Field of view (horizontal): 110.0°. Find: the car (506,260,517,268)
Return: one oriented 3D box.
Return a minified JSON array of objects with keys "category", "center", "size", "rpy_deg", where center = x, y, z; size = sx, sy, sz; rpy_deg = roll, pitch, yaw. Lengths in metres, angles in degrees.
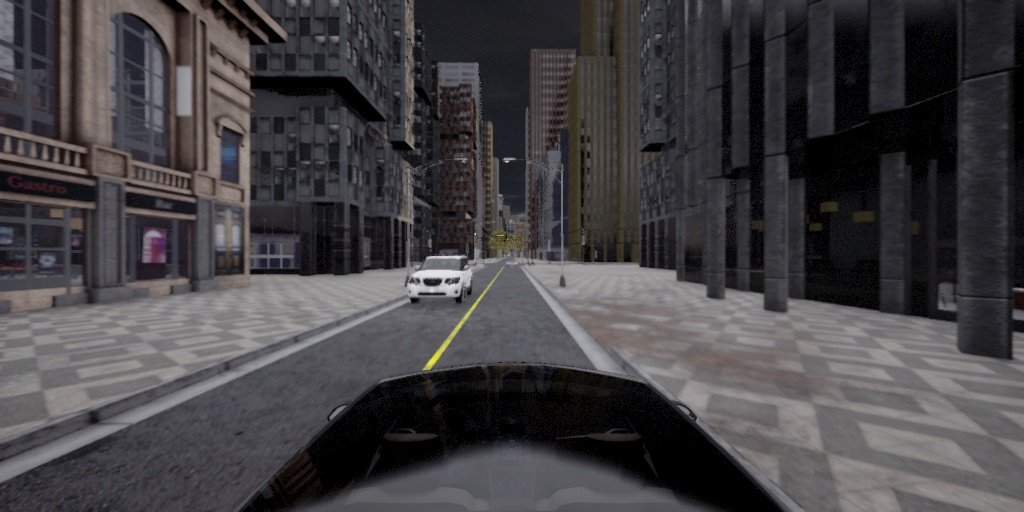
[{"category":"car","center":[-0.012,1.321,62.250],"size":[1.895,1.301,4.718],"rpy_deg":[0,0,0]}]

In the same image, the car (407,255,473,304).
[{"category":"car","center":[-3.082,0.969,16.603],"size":[2.150,2.045,5.566],"rpy_deg":[0,0,0]}]
